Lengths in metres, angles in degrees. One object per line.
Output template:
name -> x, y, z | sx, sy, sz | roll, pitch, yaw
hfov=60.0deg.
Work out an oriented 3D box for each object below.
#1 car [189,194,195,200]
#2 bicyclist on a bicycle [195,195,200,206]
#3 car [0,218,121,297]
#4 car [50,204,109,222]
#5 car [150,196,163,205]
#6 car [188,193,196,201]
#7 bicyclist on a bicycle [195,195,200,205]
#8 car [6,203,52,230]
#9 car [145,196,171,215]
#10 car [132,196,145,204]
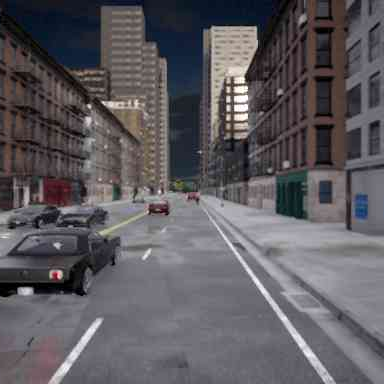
car -> -0.002, 1.403, 93.636 | 1.812, 1.442, 4.674 | 0, 0, 0
bicyclist on a bicycle -> 0.893, 1.363, 48.630 | 0.659, 1.776, 1.843 | 0, 0, 0
car -> -3.149, 1.597, 8.528 | 1.895, 1.301, 4.718 | 0, 0, 0
car -> -6.597, 1.541, 20.783 | 2.033, 1.411, 5.357 | 0, 0, 0
car -> -6.526, 1.512, 61.339 | 1.812, 1.442, 4.674 | 0, 0, 1
car -> -0.002, 1.220, 82.410 | 2.150, 2.045, 5.566 | 0, 0, 0
bicyclist on a bicycle -> 0.886, 1.429, 58.539 | 0.866, 1.612, 1.509 | 0, 0, 0
car -> -9.844, 1.499, 21.228 | 1.837, 1.490, 4.892 | 0, 0, 0
car -> -3.149, 1.470, 33.143 | 1.882, 1.535, 5.008 | 0, 0, 0
car -> -9.775, 1.512, 61.339 | 1.812, 1.442, 4.674 | 0, 0, 1
